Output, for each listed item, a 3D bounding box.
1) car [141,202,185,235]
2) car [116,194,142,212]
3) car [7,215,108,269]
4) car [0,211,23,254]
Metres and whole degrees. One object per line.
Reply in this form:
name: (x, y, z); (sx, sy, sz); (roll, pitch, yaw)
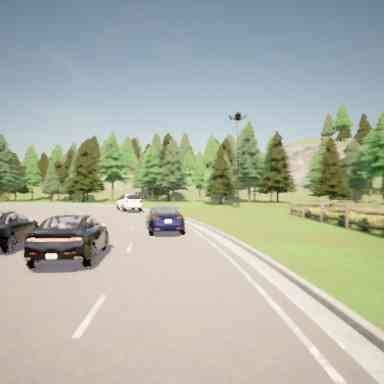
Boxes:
car: (-1.609, 1.513, 19.010); (2.163, 1.488, 4.792); (0, 0, -10)
car: (-7.532, 1.266, 39.784); (2.150, 2.045, 5.566); (0, 0, -23)
car: (-4.034, 1.515, 11.313); (2.128, 1.511, 4.902); (0, 0, -6)
car: (-7.830, 1.539, 13.698); (2.128, 1.511, 4.902); (0, 0, -8)
